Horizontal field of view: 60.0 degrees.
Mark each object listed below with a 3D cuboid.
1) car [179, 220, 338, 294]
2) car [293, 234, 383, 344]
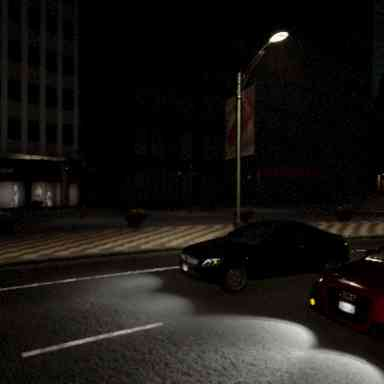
[{"bbox_3d":[1.971,1.475,8.601,4.674,1.442,1.812,0,0,-25],"label":"car"},{"bbox_3d":[4.140,1.547,5.766,4.181,1.385,1.994,0,0,-24],"label":"car"}]
